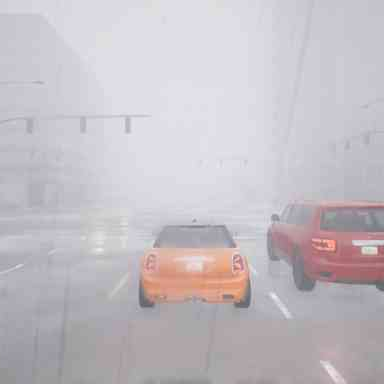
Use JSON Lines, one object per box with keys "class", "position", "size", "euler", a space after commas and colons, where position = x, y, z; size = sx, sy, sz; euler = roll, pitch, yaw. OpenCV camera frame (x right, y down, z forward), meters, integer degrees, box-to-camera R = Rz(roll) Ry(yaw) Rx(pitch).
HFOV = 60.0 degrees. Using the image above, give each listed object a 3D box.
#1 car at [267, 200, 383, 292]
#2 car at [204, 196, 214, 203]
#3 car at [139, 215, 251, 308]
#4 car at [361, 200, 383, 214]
{"class": "car", "position": [3.544, 1.221, 9.106], "size": [2.150, 2.045, 5.566], "euler": [0, 0, 2]}
{"class": "car", "position": [3.615, 1.519, 71.071], "size": [1.812, 1.442, 4.674], "euler": [0, 0, 0]}
{"class": "car", "position": [0.066, 1.351, 8.082], "size": [2.097, 1.767, 4.553], "euler": [0, 0, 1]}
{"class": "car", "position": [20.493, 1.561, 35.263], "size": [4.181, 1.385, 1.994], "euler": [0, 0, 1]}
